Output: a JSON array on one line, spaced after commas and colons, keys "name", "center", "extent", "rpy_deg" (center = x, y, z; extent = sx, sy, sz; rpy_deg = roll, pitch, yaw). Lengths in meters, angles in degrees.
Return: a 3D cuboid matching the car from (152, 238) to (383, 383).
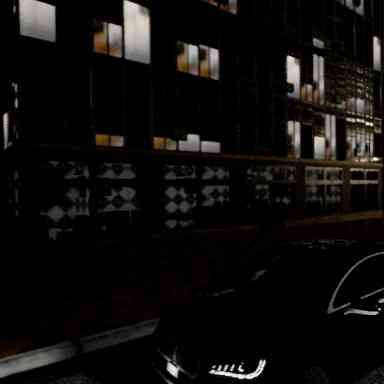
[{"name": "car", "center": [1.792, 1.481, 4.651], "extent": [4.892, 1.490, 1.837], "rpy_deg": [0, 0, -35]}]
